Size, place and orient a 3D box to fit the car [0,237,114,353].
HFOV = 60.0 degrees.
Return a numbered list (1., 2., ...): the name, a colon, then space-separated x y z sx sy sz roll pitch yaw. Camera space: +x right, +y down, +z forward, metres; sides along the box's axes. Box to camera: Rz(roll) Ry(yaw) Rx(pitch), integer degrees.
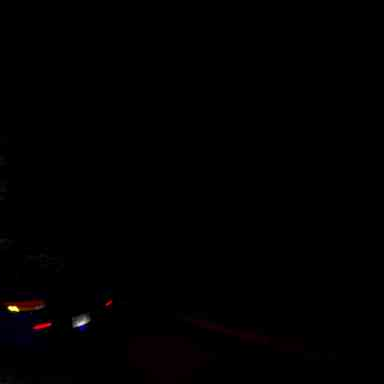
1. car: -3.343 1.529 5.763 4.674 1.442 1.812 0 0 36
